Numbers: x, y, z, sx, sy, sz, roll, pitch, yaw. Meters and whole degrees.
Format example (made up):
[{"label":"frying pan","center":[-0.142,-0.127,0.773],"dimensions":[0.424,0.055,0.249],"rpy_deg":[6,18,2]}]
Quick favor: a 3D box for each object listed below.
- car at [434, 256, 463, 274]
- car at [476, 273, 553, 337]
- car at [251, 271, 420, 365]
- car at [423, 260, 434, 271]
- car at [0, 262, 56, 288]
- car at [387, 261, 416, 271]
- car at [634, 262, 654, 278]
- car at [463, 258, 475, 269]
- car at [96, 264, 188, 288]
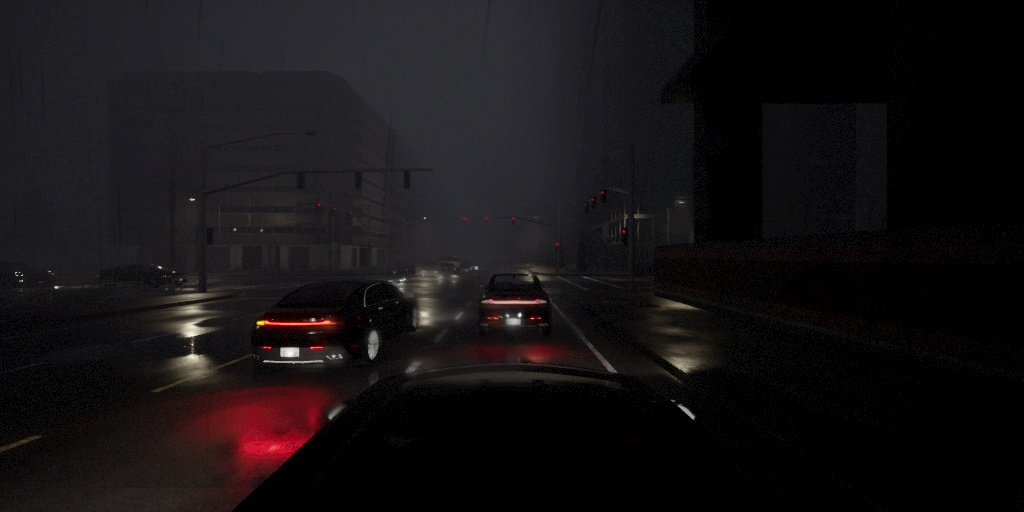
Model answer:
[{"label":"car","center":[-7.254,0.977,41.445],"dimensions":[2.150,2.045,5.566],"rpy_deg":[0,0,-3]},{"label":"car","center":[0.060,1.242,10.337],"dimensions":[2.128,1.511,4.902],"rpy_deg":[0,0,0]},{"label":"car","center":[-3.451,1.255,8.018],"dimensions":[1.837,1.490,4.892],"rpy_deg":[0,0,0]},{"label":"car","center":[-10.979,1.227,49.937],"dimensions":[1.882,1.535,5.008],"rpy_deg":[0,0,0]},{"label":"car","center":[-33.392,1.157,23.716],"dimensions":[4.553,1.767,2.097],"rpy_deg":[0,0,0]},{"label":"car","center":[-10.853,1.273,35.533],"dimensions":[2.128,1.511,4.902],"rpy_deg":[0,0,-1]},{"label":"car","center":[13.951,1.297,34.326],"dimensions":[4.902,1.511,2.128],"rpy_deg":[0,0,0]},{"label":"car","center":[-7.454,1.297,56.007],"dimensions":[2.033,1.411,5.357],"rpy_deg":[0,0,1]},{"label":"car","center":[-24.325,1.297,23.697],"dimensions":[4.902,1.511,2.128],"rpy_deg":[0,0,0]}]
